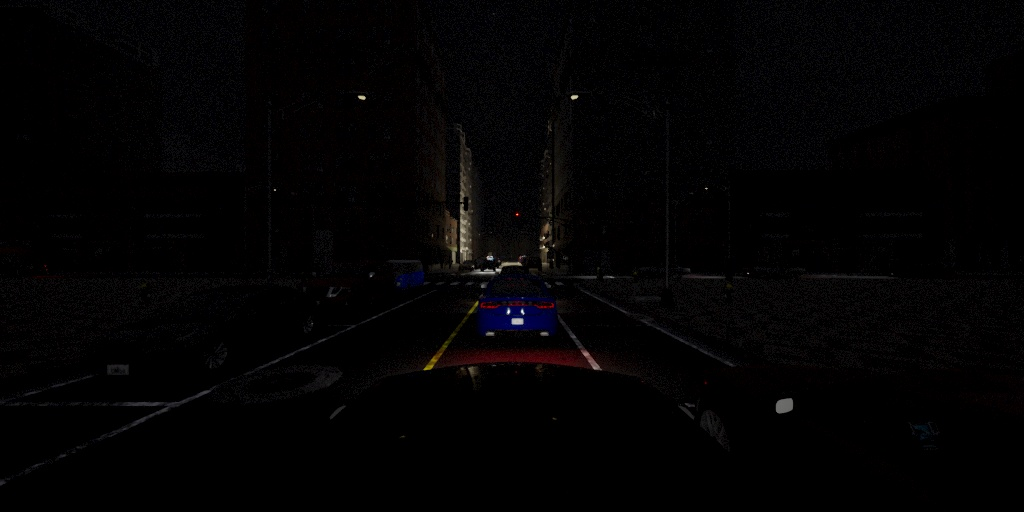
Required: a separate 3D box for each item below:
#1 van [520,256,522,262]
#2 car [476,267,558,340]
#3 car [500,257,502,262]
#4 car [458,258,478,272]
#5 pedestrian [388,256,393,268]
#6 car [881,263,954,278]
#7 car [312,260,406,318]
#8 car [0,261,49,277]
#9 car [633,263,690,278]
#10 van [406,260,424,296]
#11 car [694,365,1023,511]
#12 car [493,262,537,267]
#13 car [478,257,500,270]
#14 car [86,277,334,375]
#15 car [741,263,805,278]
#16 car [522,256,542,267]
[{"bbox_3d":[2.798,0.984,62.729,1.690,1.789,3.998,0,0,0],"label":"van"},{"bbox_3d":[0.118,1.228,10.022,1.882,1.535,5.008,0,0,0],"label":"car"},{"bbox_3d":[-2.965,1.263,56.085,1.895,1.301,4.718,0,0,0],"label":"car"},{"bbox_3d":[-5.764,1.214,45.634,1.751,1.417,4.829,0,0,0],"label":"car"},{"bbox_3d":[-12.476,0.847,36.767,0.375,1.860,0.375,0,0,1],"label":"pedestrian"},{"bbox_3d":[37.098,1.325,32.855,4.718,1.301,1.895,0,0,1],"label":"car"},{"bbox_3d":[-5.833,1.065,13.145,2.192,1.841,5.009,0,0,0],"label":"car"},{"bbox_3d":[-47.484,1.186,34.291,4.902,1.511,2.128,0,0,1],"label":"car"},{"bbox_3d":[13.771,1.310,33.266,4.718,1.301,1.895,0,0,1],"label":"car"},{"bbox_3d":[-5.821,1.089,18.786,1.690,1.789,3.998,0,0,0],"label":"van"},{"bbox_3d":[2.668,1.295,1.822,1.888,1.381,4.507,0,0,0],"label":"car"},{"bbox_3d":[0.134,1.252,19.224,1.837,1.490,4.892,0,0,0],"label":"car"},{"bbox_3d":[-3.002,1.235,46.172,2.033,1.411,5.357,0,0,0],"label":"car"},{"bbox_3d":[-5.845,1.316,7.505,1.948,1.339,4.313,0,0,0],"label":"car"},{"bbox_3d":[24.031,1.315,33.100,4.718,1.301,1.895,0,0,1],"label":"car"},{"bbox_3d":[2.763,1.003,45.759,2.192,1.841,5.009,0,0,0],"label":"car"}]
